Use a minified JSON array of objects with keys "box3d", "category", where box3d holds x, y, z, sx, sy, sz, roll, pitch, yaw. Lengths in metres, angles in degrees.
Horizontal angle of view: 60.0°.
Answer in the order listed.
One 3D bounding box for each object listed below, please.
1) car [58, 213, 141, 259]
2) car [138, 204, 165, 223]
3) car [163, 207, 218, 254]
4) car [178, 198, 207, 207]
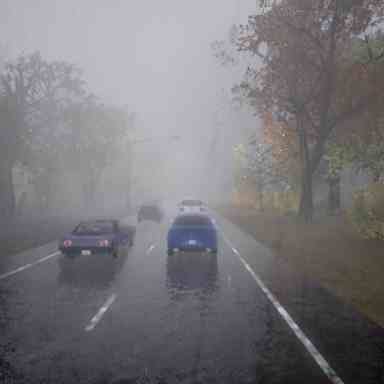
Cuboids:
[{"box3d":[-3.479,1.745,13.236,1.895,1.301,4.718,0,-1,0],"category":"car"},{"box3d":[-3.471,1.814,28.481,1.837,1.490,4.892,0,0,0],"category":"car"},{"box3d":[0.033,1.632,14.219,1.882,1.535,5.008,0,0,1],"category":"car"},{"box3d":[0.017,1.522,27.583,2.150,2.045,5.566,0,0,0],"category":"car"}]
